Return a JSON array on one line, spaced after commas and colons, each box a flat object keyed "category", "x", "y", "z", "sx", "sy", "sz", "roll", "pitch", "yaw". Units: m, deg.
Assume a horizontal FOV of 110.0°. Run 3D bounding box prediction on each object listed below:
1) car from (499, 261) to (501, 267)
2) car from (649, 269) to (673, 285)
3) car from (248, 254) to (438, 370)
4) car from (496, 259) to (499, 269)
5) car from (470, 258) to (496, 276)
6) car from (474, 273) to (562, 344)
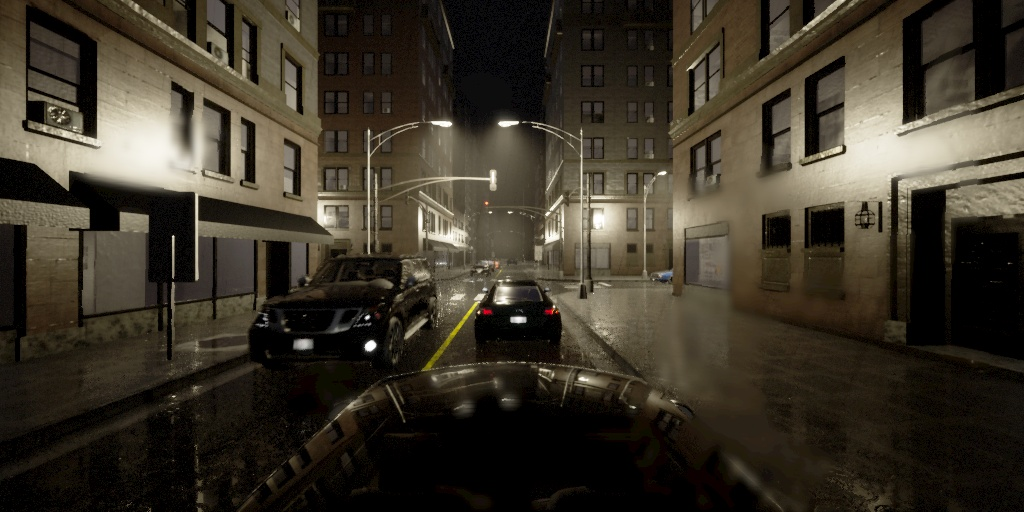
[{"category": "car", "x": -3.085, "y": 1.093, "z": 55.907, "sx": 2.097, "sy": 1.767, "sz": 4.553, "roll": 0, "pitch": 0, "yaw": -1}, {"category": "car", "x": 12.616, "y": 1.261, "z": 25.215, "sx": 5.357, "sy": 1.411, "sz": 2.033, "roll": 0, "pitch": 0, "yaw": 0}, {"category": "car", "x": -3.146, "y": 0.972, "z": 8.110, "sx": 2.150, "sy": 2.045, "sz": 5.566, "roll": 0, "pitch": 0, "yaw": -1}, {"category": "car", "x": -3.098, "y": 1.294, "z": 46.125, "sx": 2.033, "sy": 1.411, "sz": 5.357, "roll": 0, "pitch": 0, "yaw": 0}, {"category": "car", "x": -3.094, "y": 1.240, "z": 36.383, "sx": 2.128, "sy": 1.511, "sz": 4.902, "roll": 0, "pitch": 0, "yaw": 0}, {"category": "car", "x": 0.115, "y": 1.314, "z": 9.555, "sx": 1.994, "sy": 1.385, "sz": 4.181, "roll": 0, "pitch": 0, "yaw": -1}]
